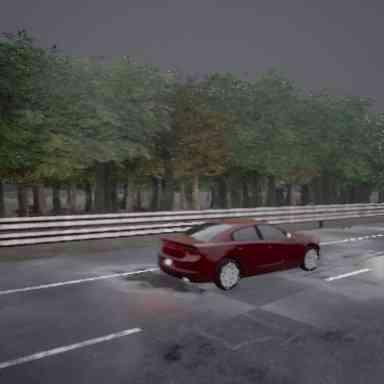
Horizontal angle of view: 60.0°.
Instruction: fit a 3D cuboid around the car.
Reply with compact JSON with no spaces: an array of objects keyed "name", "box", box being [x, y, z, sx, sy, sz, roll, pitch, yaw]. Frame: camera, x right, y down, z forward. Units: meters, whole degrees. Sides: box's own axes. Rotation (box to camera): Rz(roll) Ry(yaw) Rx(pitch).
[{"name":"car","box":[1.473,1.461,9.086,5.008,1.535,1.882,0,0,-35]}]
